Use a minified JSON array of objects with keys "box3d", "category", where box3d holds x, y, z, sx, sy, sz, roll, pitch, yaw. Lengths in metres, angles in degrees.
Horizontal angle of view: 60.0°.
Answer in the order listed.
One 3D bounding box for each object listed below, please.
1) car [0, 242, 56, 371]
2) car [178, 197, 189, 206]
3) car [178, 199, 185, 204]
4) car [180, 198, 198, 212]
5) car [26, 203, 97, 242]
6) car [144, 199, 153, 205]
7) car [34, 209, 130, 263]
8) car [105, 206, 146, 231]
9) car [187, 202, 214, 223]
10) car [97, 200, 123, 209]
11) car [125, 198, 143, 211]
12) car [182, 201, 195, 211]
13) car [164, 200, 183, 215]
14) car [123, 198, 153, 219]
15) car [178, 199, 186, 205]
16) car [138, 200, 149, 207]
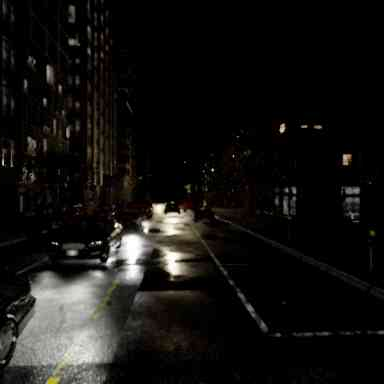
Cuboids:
[{"box3d":[-3.213,1.586,2.968,2.033,1.411,5.357,0,-1,-4],"category":"car"},{"box3d":[-1.948,2.146,74.098,2.192,1.841,5.009,-1,-1,-4],"category":"car"},{"box3d":[-2.995,2.598,90.663,1.802,1.307,4.206,-1,-1,-4],"category":"car"},{"box3d":[-0.195,1.836,46.482,2.192,1.841,5.009,-1,-1,-4],"category":"car"},{"box3d":[-6.862,1.522,17.612,2.192,1.841,5.009,-1,-1,-4],"category":"car"},{"box3d":[-10.999,2.482,84.452,1.752,1.417,4.829,-1,-1,-4],"category":"car"},{"box3d":[-3.837,1.640,12.689,2.128,1.511,4.902,0,-1,-4],"category":"car"},{"box3d":[-4.469,1.863,22.759,1.895,1.301,4.718,0,-1,-4],"category":"car"},{"box3d":[0.919,1.878,29.177,2.008,1.369,4.403,-1,-1,-4],"category":"car"},{"box3d":[-7.471,1.772,28.663,1.967,1.590,4.097,-1,-1,-4],"category":"car"},{"box3d":[-8.909,1.903,51.484,2.192,1.841,5.009,-1,-1,-4],"category":"car"},{"box3d":[-0.552,2.110,52.172,1.752,1.417,4.829,-1,-1,-4],"category":"car"},{"box3d":[-2.357,1.978,40.016,1.812,1.442,4.674,0,-1,-4],"category":"car"},{"box3d":[-5.087,1.601,33.216,2.150,2.045,5.566,0,-1,-2],"category":"car"},{"box3d":[-2.645,2.520,85.141,1.947,1.339,4.313,-1,-1,-4],"category":"car"},{"box3d":[-9.958,2.318,68.052,1.887,1.381,4.507,-1,-1,-4],"category":"car"}]
